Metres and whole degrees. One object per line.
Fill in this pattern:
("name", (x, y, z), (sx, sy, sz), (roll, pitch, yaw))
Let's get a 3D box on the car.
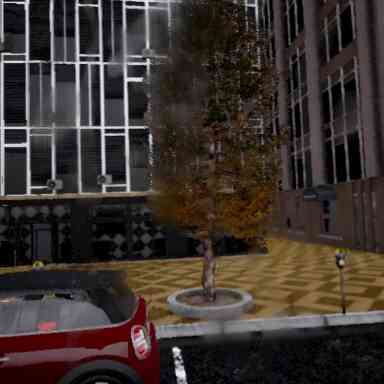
("car", (-2.483, 1.745, 4.013), (4.097, 1.590, 1.967), (-1, -4, -7))
